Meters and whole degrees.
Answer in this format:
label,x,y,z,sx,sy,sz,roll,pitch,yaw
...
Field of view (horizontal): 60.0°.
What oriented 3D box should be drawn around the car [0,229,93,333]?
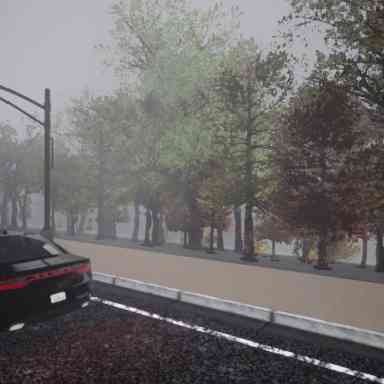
label,x,y,z,sx,sy,sz,roll,pitch,yaw
car,-4.085,1.477,6.570,5.008,1.535,1.882,0,0,35
